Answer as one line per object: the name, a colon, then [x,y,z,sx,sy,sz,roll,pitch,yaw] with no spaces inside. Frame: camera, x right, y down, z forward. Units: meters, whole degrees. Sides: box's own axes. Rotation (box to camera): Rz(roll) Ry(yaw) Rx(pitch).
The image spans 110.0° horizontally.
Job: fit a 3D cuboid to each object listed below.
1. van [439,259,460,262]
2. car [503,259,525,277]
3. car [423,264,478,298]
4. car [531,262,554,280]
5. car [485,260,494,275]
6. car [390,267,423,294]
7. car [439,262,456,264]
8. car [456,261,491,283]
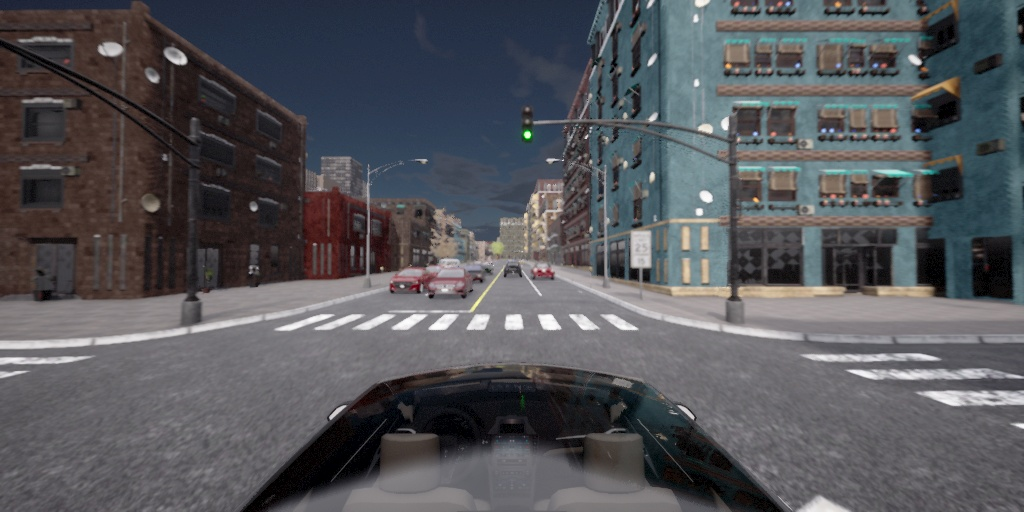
van: [-5.691,1.181,32.437,1.690,1.789,3.998,0,0,0]
car: [0.099,1.360,37.615,1.837,1.490,4.892,0,0,0]
car: [-3.091,1.326,18.848,1.812,1.442,4.674,0,0,0]
car: [2.690,1.280,32.498,1.967,1.591,4.097,0,0,0]
car: [-3.069,1.465,40.415,1.895,1.301,4.718,0,0,0]
car: [-5.767,1.352,21.068,1.888,1.381,4.507,0,0,0]
car: [-5.691,1.369,26.750,1.888,1.381,4.507,0,0,0]
car: [-3.084,1.378,29.213,2.033,1.411,5.357,0,0,0]
